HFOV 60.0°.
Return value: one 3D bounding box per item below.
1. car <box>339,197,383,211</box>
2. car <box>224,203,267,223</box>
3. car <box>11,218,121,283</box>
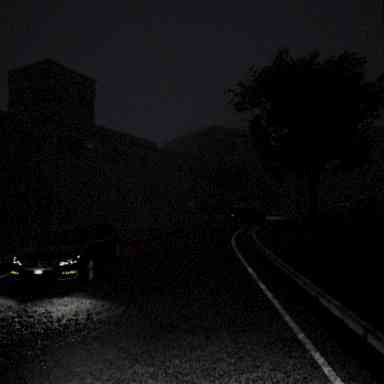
[{"bbox_3d":[18.479,1.274,35.489,5.357,1.411,2.033,-3,-3,-8],"label":"car"},{"bbox_3d":[4.413,1.607,26.915,1.882,1.535,5.008,-2,-2,34],"label":"car"},{"bbox_3d":[-3.469,1.609,10.077,1.837,1.490,4.892,0,-1,1],"label":"car"}]
